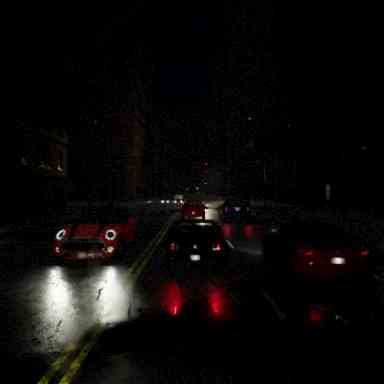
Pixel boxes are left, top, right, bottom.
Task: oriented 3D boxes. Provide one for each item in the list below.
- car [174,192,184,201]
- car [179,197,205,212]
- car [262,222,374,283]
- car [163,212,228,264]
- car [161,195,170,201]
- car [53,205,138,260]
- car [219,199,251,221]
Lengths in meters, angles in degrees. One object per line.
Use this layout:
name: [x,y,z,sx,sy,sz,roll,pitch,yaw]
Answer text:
car: [-3.259,1.140,81.303,2.150,2.045,5.566,0,0,0]
car: [0.099,1.441,27.699,1.882,1.535,5.008,0,-1,0]
car: [3.353,1.551,9.667,1.994,1.385,4.181,0,0,0]
car: [0.099,1.584,11.714,1.895,1.301,4.718,0,0,0]
car: [-6.509,1.467,81.334,1.994,1.385,4.181,0,0,0]
car: [-3.349,1.334,12.361,2.097,1.767,4.553,0,0,0]
car: [3.347,1.316,26.638,2.097,1.767,4.553,0,0,0]
